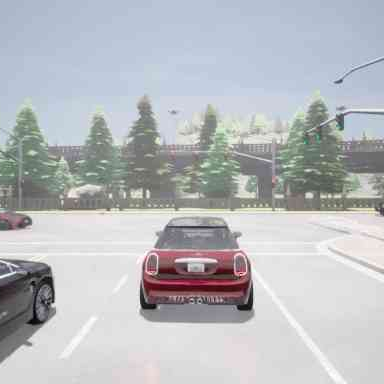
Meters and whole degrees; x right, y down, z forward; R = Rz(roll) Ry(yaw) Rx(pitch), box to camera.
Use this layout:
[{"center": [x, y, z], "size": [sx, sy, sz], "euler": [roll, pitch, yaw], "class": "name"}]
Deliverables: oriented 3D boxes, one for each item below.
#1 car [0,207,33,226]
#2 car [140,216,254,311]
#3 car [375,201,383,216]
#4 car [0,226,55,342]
[{"center": [-11.646, 1.542, 19.435], "size": [4.181, 1.385, 1.994], "euler": [0, 0, 1], "class": "car"}, {"center": [0.148, 1.352, 7.968], "size": [2.097, 1.767, 4.553], "euler": [0, 0, 2], "class": "car"}, {"center": [19.473, 1.166, 29.666], "size": [5.566, 2.045, 2.150], "euler": [0, 0, 1], "class": "car"}, {"center": [-3.432, 1.492, 4.217], "size": [2.128, 1.511, 4.902], "euler": [0, 0, 0], "class": "car"}]
